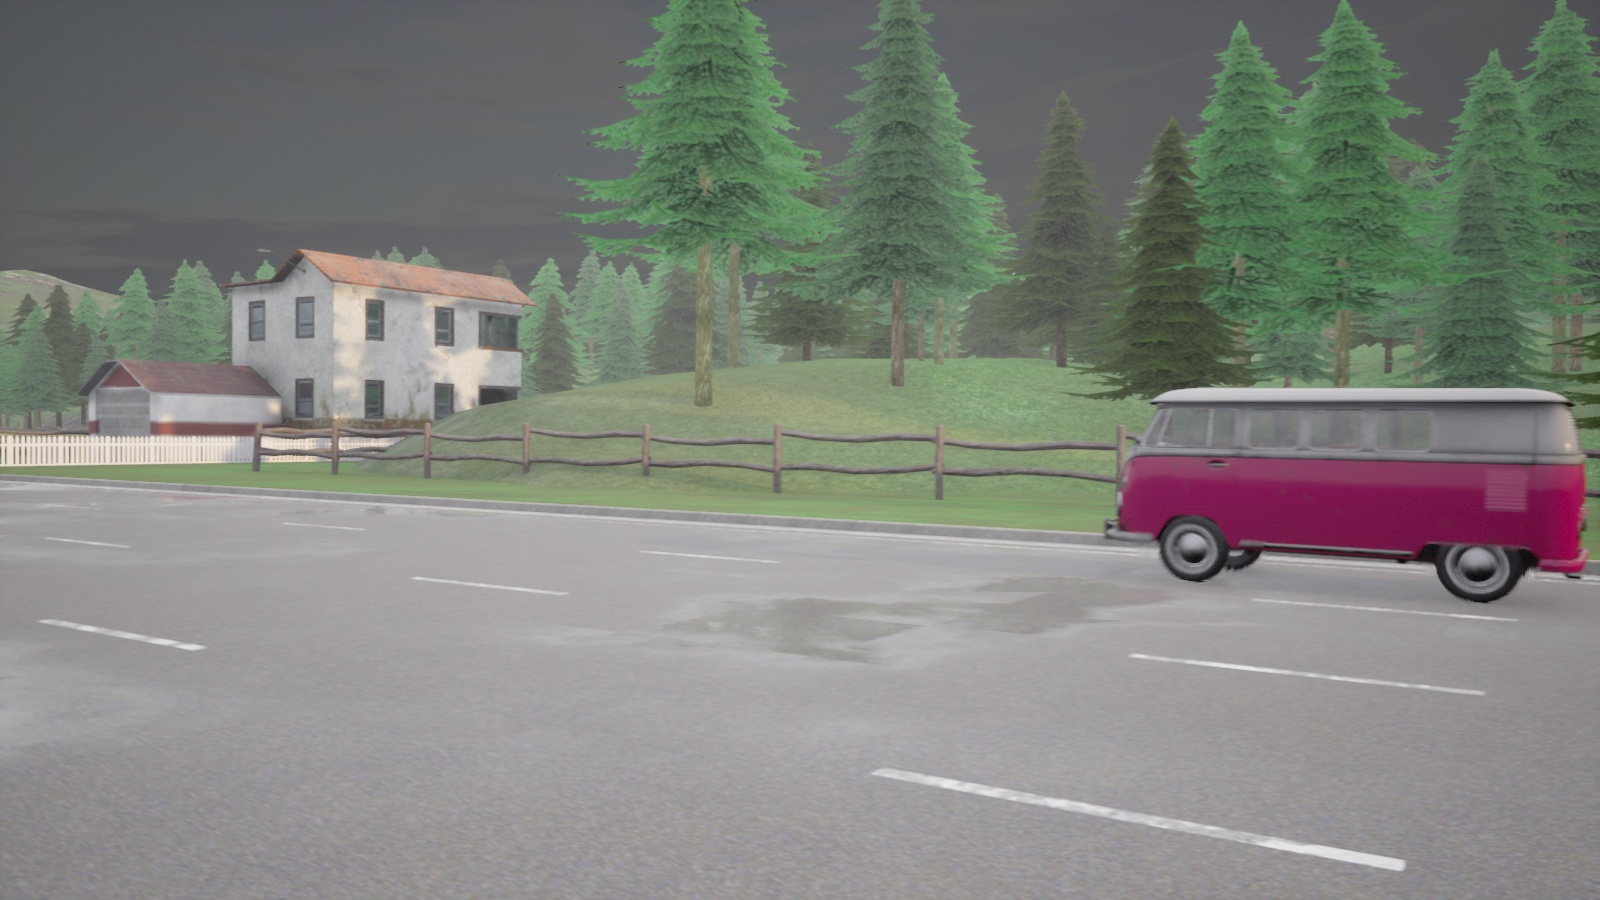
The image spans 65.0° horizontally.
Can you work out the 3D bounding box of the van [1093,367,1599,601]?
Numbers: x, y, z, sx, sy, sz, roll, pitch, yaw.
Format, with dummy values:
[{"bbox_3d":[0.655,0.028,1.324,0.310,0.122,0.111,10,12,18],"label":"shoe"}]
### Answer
[{"bbox_3d":[5.406,0.266,12.632,4.442,1.987,1.775,0,1,34],"label":"van"}]
